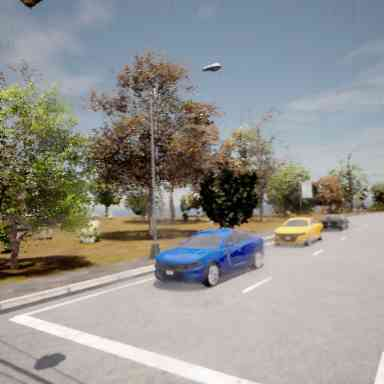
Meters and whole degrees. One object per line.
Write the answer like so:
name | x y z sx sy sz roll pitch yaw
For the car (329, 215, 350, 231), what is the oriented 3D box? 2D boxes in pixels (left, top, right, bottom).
car | 12.517 2.685 29.254 1.895 1.301 4.718 -4 -4 33

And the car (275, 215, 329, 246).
car | 6.523 2.286 20.025 1.882 1.535 5.008 -4 -4 33

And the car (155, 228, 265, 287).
car | 0.805 2.055 11.440 1.882 1.535 5.008 -4 -4 35
